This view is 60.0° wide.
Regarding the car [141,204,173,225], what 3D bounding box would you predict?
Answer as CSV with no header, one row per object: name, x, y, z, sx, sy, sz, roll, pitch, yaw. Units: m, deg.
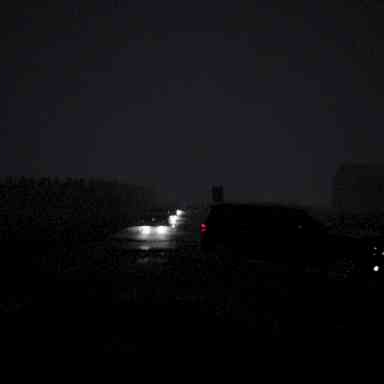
car,-2.857,1.881,26.602,1.994,1.385,4.181,0,-1,0

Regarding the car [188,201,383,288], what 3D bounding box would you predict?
car,2.852,1.365,10.147,5.566,2.045,2.150,1,1,34

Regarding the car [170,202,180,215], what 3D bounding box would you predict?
car,-2.858,2.103,40.741,1.895,1.301,4.718,0,-1,0

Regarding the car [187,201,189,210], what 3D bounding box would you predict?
car,0.083,2.200,55.854,2.128,1.511,4.902,0,-1,0

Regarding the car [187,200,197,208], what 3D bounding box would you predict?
car,-0.019,2.399,66.096,2.033,1.411,5.357,0,-1,0
